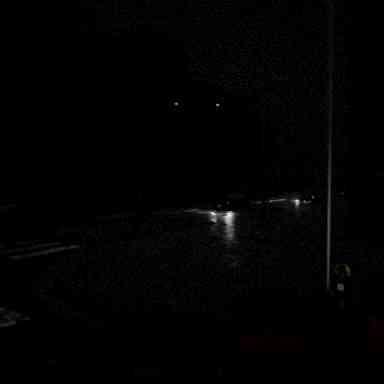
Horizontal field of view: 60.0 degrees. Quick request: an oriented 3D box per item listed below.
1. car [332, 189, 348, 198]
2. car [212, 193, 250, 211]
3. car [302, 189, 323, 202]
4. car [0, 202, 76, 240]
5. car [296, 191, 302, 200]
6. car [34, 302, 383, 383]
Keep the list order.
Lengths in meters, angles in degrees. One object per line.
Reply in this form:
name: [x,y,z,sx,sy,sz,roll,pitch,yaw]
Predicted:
car: [24.007,0.229,53.413,2.033,1.411,5.357,1,2,36]
car: [3.623,0.845,29.727,1.812,1.442,4.674,1,2,35]
car: [15.749,0.555,41.746,1.994,1.385,4.181,1,2,35]
car: [-7.425,1.234,14.129,1.882,1.535,5.008,1,2,35]
car: [16.443,0.357,47.662,1.812,1.442,4.674,1,2,35]
car: [0.632,1.544,2.342,4.507,1.381,1.887,0,1,35]
